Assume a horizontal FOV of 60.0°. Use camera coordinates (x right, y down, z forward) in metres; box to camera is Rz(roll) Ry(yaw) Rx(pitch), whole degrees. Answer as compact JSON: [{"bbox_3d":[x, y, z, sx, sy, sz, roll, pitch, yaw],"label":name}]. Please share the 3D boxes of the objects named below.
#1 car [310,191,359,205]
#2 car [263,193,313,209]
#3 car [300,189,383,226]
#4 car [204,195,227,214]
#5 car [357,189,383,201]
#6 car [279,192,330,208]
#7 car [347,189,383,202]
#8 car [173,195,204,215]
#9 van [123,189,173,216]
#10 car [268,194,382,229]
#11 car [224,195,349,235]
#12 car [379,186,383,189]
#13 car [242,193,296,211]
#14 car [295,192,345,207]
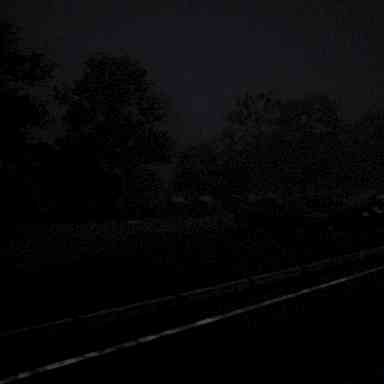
[{"bbox_3d":[16.924,0.720,39.791,2.231,1.521,4.892,-2,1,-35],"label":"car"},{"bbox_3d":[9.976,0.924,34.900,2.163,1.488,4.792,-1,1,-35],"label":"car"},{"bbox_3d":[8.462,0.862,17.948,2.185,1.767,4.553,0,0,-35],"label":"car"},{"bbox_3d":[0.819,1.018,28.529,2.002,1.452,4.674,0,0,-35],"label":"car"},{"bbox_3d":[25.945,0.372,46.119,2.097,1.535,5.008,-3,2,-35],"label":"car"},{"bbox_3d":[12.249,0.845,36.519,2.097,1.535,5.008,-1,1,-35],"label":"car"},{"bbox_3d":[23.771,0.470,44.364,1.946,1.575,5.366,-2,1,-35],"label":"car"},{"bbox_3d":[-1.463,1.018,26.932,2.002,1.452,4.674,0,0,-35],"label":"car"},{"bbox_3d":[-3.579,0.753,25.293,1.878,1.987,4.442,0,1,-35],"label":"van"},{"bbox_3d":[6.180,1.017,16.349,2.163,1.488,4.792,0,0,-35],"label":"car"},{"bbox_3d":[3.933,1.016,14.705,2.163,1.488,4.792,0,0,-35],"label":"car"},{"bbox_3d":[13.028,0.712,21.140,2.435,2.045,5.566,-1,0,-35],"label":"car"},{"bbox_3d":[7.677,0.925,33.553,1.946,1.575,5.366,-1,0,-35],"label":"car"},{"bbox_3d":[14.534,0.788,38.119,2.097,1.535,5.008,-2,1,-35],"label":"car"}]
